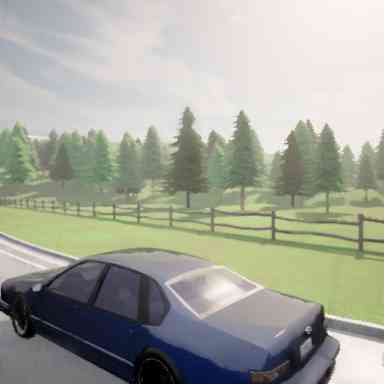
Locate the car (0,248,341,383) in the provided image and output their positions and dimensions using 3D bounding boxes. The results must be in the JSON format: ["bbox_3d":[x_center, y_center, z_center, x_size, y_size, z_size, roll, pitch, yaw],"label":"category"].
[{"bbox_3d":[-0.834,1.569,4.827,5.357,1.411,2.033,0,0,39],"label":"car"}]
